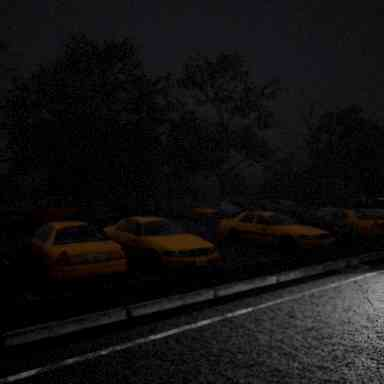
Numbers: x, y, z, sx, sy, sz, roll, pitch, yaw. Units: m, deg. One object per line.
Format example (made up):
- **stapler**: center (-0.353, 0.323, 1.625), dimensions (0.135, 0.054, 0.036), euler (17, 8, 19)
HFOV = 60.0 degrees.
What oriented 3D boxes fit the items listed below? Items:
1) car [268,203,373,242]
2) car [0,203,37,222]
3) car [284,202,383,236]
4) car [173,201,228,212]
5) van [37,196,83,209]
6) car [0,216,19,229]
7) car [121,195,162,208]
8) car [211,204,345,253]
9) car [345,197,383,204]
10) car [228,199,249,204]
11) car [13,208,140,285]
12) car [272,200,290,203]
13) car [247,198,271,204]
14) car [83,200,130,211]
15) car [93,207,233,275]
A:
- **car**: center (5.505, 1.533, 15.972), dimensions (2.231, 1.521, 4.892), euler (0, 0, -35)
- **car**: center (-11.186, 1.509, 20.217), dimensions (2.163, 1.488, 4.792), euler (0, 0, -35)
- **car**: center (7.669, 1.544, 17.721), dimensions (1.946, 1.575, 5.366), euler (0, 0, -35)
- **car**: center (0.347, 1.540, 28.109), dimensions (1.946, 1.575, 5.366), euler (0, 0, -35)
- **van**: center (-8.974, 1.262, 21.889), dimensions (1.878, 1.987, 4.442), euler (0, 0, -35)
- **car**: center (-5.812, 1.481, 7.955), dimensions (2.231, 1.521, 4.892), euler (0, 0, -35)
- **car**: center (-4.298, 1.263, 25.086), dimensions (2.435, 2.045, 5.566), euler (0, 0, -35)
- **car**: center (3.350, 1.515, 14.213), dimensions (1.946, 1.575, 5.366), euler (0, 0, -35)
- **car**: center (10.028, 1.310, 19.196), dimensions (2.435, 2.045, 5.566), euler (0, 0, -35)
- **car**: center (2.504, 1.598, 29.857), dimensions (2.002, 1.452, 4.674), euler (0, 0, -35)
- **car**: center (-3.663, 1.480, 9.709), dimensions (1.946, 1.575, 5.366), euler (0, 0, -35)
- **car**: center (6.907, 1.460, 33.012), dimensions (2.185, 1.767, 4.553), euler (0, 0, -35)
- **car**: center (4.781, 1.602, 31.434), dimensions (2.163, 1.488, 4.792), euler (0, 0, -35)
- **car**: center (-6.528, 1.530, 23.440), dimensions (2.163, 1.488, 4.792), euler (0, 0, -35)
- **car**: center (-1.283, 1.488, 10.937), dimensions (1.946, 1.575, 5.366), euler (0, 0, -35)
